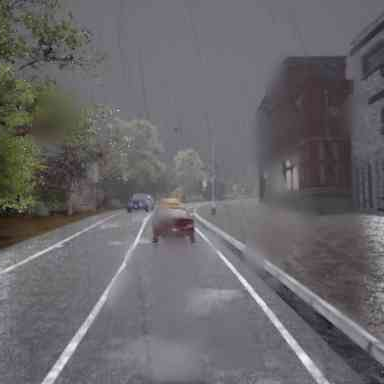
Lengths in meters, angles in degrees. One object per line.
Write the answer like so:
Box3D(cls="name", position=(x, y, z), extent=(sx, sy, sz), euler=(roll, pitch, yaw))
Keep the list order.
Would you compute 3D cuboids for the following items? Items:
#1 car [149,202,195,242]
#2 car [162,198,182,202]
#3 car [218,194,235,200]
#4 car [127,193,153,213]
Box3D(cls="car", position=(-0.958, 1.473, 16.493), extent=(1.882, 1.535, 5.008), euler=(0, 0, -5))
Box3D(cls="car", position=(-2.128, 1.376, 34.922), extent=(1.882, 1.535, 5.008), euler=(0, 0, 0))
Box3D(cls="car", position=(7.759, 1.177, 74.655), extent=(1.895, 1.301, 4.718), euler=(-4, -1, 34))
Box3D(cls="car", position=(-5.563, 1.127, 36.325), extent=(2.150, 2.045, 5.566), euler=(0, 0, 2))
